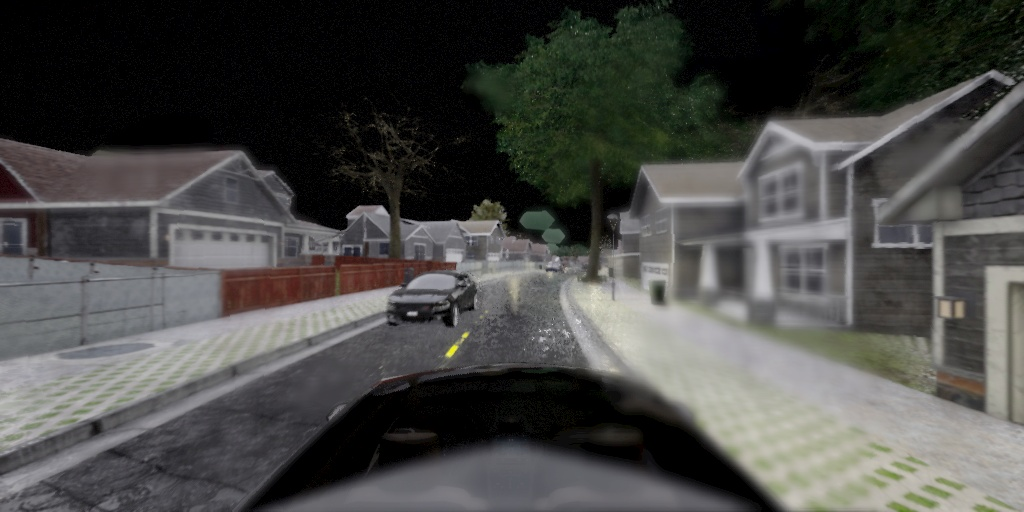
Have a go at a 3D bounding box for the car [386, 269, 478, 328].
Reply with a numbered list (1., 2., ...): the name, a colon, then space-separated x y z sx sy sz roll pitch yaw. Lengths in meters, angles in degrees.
1. car: -2.358 1.226 11.700 1.882 1.535 5.008 0 0 5

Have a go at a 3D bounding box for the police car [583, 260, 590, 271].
1. police car: 13.248 1.782 61.225 1.930 1.638 5.238 0 -1 18

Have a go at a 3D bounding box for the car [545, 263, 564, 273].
1. car: 6.104 1.656 51.154 2.033 1.411 5.357 0 -1 19
